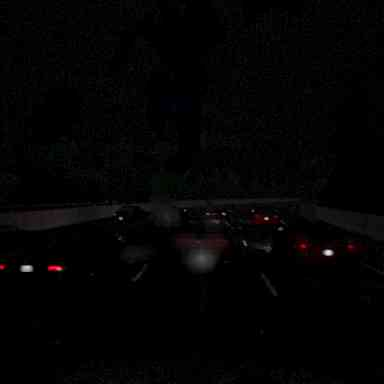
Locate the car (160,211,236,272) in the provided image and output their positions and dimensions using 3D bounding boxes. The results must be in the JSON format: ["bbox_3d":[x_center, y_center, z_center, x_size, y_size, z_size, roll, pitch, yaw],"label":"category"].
[{"bbox_3d":[0.463,1.612,11.316,2.128,1.511,4.902,0,-1,5],"label":"car"}]

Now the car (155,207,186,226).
[{"bbox_3d":[-1.461,1.839,25.990,1.994,1.385,4.181,0,0,9],"label":"car"}]

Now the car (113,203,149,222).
[{"bbox_3d":[-4.872,1.806,26.825,1.812,1.442,4.674,0,0,9],"label":"car"}]

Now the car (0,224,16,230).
[{"bbox_3d":[-6.584,1.715,11.017,1.895,1.301,4.718,0,-1,4],"label":"car"}]

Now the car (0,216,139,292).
[{"bbox_3d":[-3.211,1.646,9.309,2.033,1.411,5.357,0,-1,4],"label":"car"}]

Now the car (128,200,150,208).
[{"bbox_3d":[-10.200,2.221,64.625,2.033,1.411,5.357,0,-1,18],"label":"car"}]

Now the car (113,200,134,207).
[{"bbox_3d":[-13.491,2.285,65.826,1.895,1.301,4.718,0,-1,18],"label":"car"}]

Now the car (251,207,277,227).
[{"bbox_3d":[5.477,1.832,25.061,1.994,1.385,4.181,0,0,9],"label":"car"}]

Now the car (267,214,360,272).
[{"bbox_3d":[3.976,1.687,11.319,1.994,1.385,4.181,0,0,5],"label":"car"}]

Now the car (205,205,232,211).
[{"bbox_3d":[1.969,1.760,25.297,2.128,1.511,4.902,0,-1,9],"label":"car"}]
